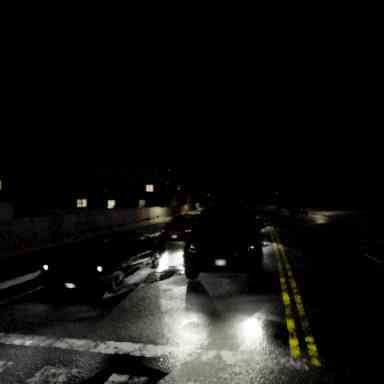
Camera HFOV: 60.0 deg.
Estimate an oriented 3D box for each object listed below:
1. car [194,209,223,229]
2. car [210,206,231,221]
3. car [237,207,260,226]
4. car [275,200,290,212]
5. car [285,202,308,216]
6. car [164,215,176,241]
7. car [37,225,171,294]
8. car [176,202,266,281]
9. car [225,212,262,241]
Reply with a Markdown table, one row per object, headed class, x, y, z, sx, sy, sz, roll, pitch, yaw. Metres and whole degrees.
| class | x | y | z | sx | sy | sz | roll | pitch | yaw |
| --- | --- | --- | --- | --- | --- | --- | --- | --- | --- |
| car | 1.522 | 2.247 | 28.502 | 1.812 | 1.442 | 4.674 | -1 | -1 | 11 |
| car | 3.393 | 2.445 | 38.668 | 1.837 | 1.490 | 4.892 | -1 | -1 | 12 |
| car | 5.215 | 2.201 | 30.558 | 1.837 | 1.490 | 4.892 | -1 | -1 | 10 |
| car | 16.346 | 2.419 | 59.496 | 2.150 | 2.045 | 5.566 | -1 | -1 | 6 |
| car | 14.377 | 2.420 | 44.930 | 2.033 | 1.411 | 5.357 | -1 | -2 | 8 |
| car | -0.372 | 2.007 | 18.958 | 2.128 | 1.511 | 4.902 | -2 | -1 | 12 |
| car | -2.337 | 1.926 | 9.954 | 1.895 | 1.301 | 4.718 | -2 | -2 | 13 |
| car | 1.240 | 1.501 | 11.194 | 2.150 | 2.045 | 5.566 | -2 | -2 | 11 |
| car | 3.234 | 2.040 | 20.388 | 1.994 | 1.385 | 4.181 | -2 | -2 | 11 |
